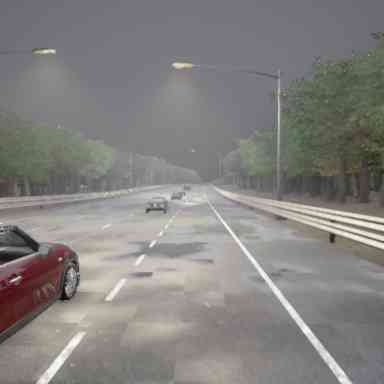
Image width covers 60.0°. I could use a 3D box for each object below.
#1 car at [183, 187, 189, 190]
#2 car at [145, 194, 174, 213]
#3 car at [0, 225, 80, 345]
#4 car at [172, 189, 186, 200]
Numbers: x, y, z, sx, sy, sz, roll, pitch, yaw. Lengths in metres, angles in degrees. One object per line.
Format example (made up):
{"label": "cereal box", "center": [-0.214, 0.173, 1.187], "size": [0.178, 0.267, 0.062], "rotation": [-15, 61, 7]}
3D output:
{"label": "car", "center": [-2.365, 0.167, 74.585], "size": [1.895, 1.301, 4.718], "rotation": [0, 2, 1]}
{"label": "car", "center": [-3.056, 1.157, 30.429], "size": [2.033, 1.411, 5.357], "rotation": [0, 1, 1]}
{"label": "car", "center": [-3.450, 1.280, 5.212], "size": [2.097, 1.767, 4.553], "rotation": [0, 1, 1]}
{"label": "car", "center": [-2.633, 0.645, 57.467], "size": [2.033, 1.411, 5.357], "rotation": [0, 2, 1]}
